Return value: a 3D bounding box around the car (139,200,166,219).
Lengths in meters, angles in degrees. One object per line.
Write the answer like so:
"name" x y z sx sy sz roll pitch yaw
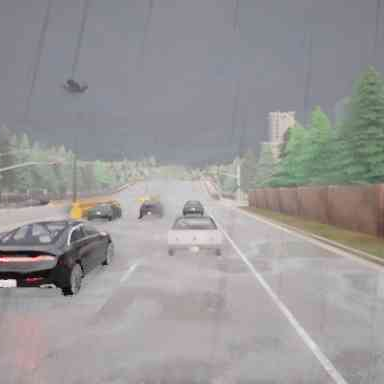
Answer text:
"car" -3.378 1.442 28.811 1.837 1.490 4.892 0 0 0

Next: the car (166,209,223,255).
"car" 0.100 1.573 13.074 1.895 1.301 4.718 0 0 0

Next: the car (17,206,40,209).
"car" -14.002 1.440 29.560 1.837 1.490 4.892 0 0 0

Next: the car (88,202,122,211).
"car" -6.881 1.505 26.488 1.994 1.385 4.181 0 0 0

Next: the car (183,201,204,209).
"car" 0.123 1.497 31.668 1.994 1.385 4.181 0 0 0

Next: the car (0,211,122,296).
"car" -3.394 1.472 8.573 2.128 1.511 4.902 0 0 0
